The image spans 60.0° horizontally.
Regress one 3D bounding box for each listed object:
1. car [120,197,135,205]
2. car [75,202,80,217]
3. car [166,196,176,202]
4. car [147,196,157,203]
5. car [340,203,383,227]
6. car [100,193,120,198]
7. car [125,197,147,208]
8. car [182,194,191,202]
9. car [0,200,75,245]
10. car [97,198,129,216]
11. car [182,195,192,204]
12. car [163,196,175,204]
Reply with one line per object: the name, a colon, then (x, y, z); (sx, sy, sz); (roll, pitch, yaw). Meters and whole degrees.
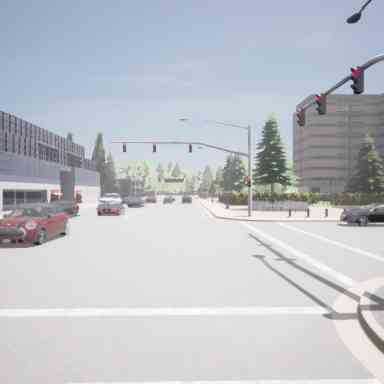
car: (-11.592, 1.563, 60.226); (1.994, 1.385, 4.181); (0, 0, 0)
car: (-11.149, 1.504, 28.771); (1.837, 1.490, 4.892); (0, 0, -1)
car: (-4.728, 1.509, 75.301); (1.895, 1.301, 4.718); (0, 0, -1)
car: (-8.120, 1.477, 66.843); (1.882, 1.535, 5.008); (0, 0, -1)
car: (12.499, 1.491, 22.272); (4.902, 1.511, 2.128); (0, 0, -1)
car: (-11.426, 1.222, 46.663); (2.150, 2.045, 5.566); (0, 0, -1)
car: (-7.934, 1.477, 47.076); (1.882, 1.535, 5.008); (0, 0, -1)
car: (-1.223, 1.354, 75.056); (2.097, 1.767, 4.553); (0, 0, -1)
car: (-7.354, 1.352, 15.348); (2.097, 1.767, 4.553); (0, 0, -1)
car: (-7.710, 1.564, 31.919); (1.994, 1.385, 4.181); (0, 0, -1)
car: (-0.985, 1.504, 64.990); (1.837, 1.490, 4.892); (0, 0, -1)
car: (-4.582, 1.547, 64.666); (2.033, 1.411, 5.357); (0, 0, -1)
